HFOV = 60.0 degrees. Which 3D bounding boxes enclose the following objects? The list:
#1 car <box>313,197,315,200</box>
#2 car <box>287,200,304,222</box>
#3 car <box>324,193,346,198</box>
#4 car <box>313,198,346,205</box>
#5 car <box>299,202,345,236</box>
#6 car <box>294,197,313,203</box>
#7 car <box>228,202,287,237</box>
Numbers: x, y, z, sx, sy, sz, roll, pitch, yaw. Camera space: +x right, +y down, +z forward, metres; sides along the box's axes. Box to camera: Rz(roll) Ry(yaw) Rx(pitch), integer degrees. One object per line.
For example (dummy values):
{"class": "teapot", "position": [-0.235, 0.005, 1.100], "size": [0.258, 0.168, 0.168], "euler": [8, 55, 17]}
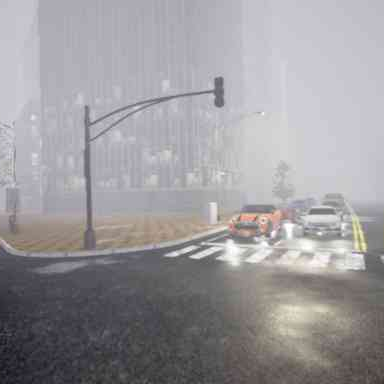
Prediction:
{"class": "car", "position": [15.741, 1.444, 44.774], "size": [1.882, 1.535, 5.008], "euler": [-2, 0, 24]}
{"class": "car", "position": [7.285, 1.587, 26.160], "size": [1.994, 1.385, 4.181], "euler": [-2, -1, 26]}
{"class": "car", "position": [15.291, 1.124, 35.860], "size": [2.150, 2.045, 5.566], "euler": [-2, -1, 24]}
{"class": "car", "position": [10.984, 1.459, 26.448], "size": [1.812, 1.442, 4.674], "euler": [-2, 0, 25]}
{"class": "car", "position": [7.126, 1.490, 18.203], "size": [1.812, 1.442, 4.674], "euler": [-2, 0, 22]}
{"class": "car", "position": [10.997, 1.474, 34.251], "size": [1.882, 1.535, 5.008], "euler": [-2, 0, 24]}
{"class": "car", "position": [3.590, 1.405, 18.360], "size": [2.097, 1.767, 4.553], "euler": [-2, -1, 25]}
